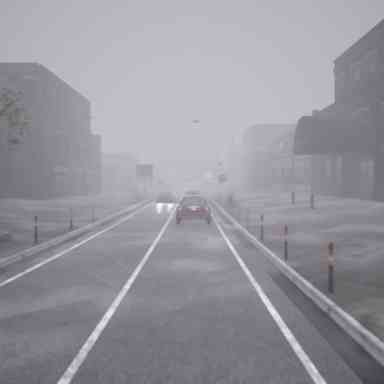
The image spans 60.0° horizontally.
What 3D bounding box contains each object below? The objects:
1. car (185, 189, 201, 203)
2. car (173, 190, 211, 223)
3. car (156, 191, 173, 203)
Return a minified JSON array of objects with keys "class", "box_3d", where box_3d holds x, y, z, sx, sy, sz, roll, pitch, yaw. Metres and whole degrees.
[{"class":"car","box_3d":[0.098,0.472,40.248,1.837,1.490,4.892,0,2,0]},{"class":"car","box_3d":[0.098,0.948,21.602,2.097,1.767,4.553,0,2,0]},{"class":"car","box_3d":[-3.089,0.571,38.998,1.994,1.385,4.181,0,2,0]}]
